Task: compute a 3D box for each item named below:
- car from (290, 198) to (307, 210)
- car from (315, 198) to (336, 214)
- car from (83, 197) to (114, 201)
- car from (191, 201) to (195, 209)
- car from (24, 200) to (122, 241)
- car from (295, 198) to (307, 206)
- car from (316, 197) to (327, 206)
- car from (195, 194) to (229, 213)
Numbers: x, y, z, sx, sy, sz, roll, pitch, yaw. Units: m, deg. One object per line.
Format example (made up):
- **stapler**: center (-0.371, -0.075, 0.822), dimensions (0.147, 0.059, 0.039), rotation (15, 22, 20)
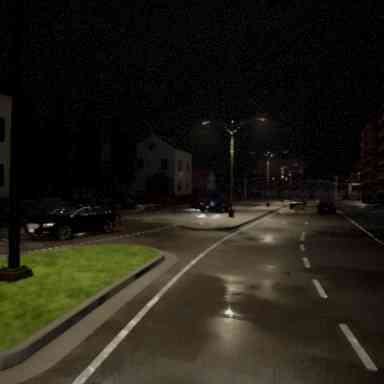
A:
- **car**: center (15.152, 1.680, 47.728), dimensions (2.128, 1.511, 4.902), rotation (1, 0, 20)
- **car**: center (15.420, 1.680, 38.287), dimensions (1.882, 1.535, 5.008), rotation (1, 0, 20)
- **car**: center (-6.707, 1.227, 22.375), dimensions (2.097, 1.767, 4.553), rotation (1, 0, 21)
- **car**: center (1.532, 1.526, 44.498), dimensions (2.033, 1.411, 5.357), rotation (1, 0, 20)
- **car**: center (-5.727, 1.385, 16.313), dimensions (2.128, 1.511, 4.902), rotation (1, 0, 27)
- **car**: center (20.666, 1.823, 63.070), dimensions (1.994, 1.385, 4.181), rotation (1, 0, 20)
- **car**: center (24.073, 1.791, 61.959), dimensions (1.882, 1.535, 5.008), rotation (1, 0, 20)
- **car**: center (2.551, 1.224, 37.146), dimensions (2.150, 2.045, 5.566), rotation (1, 0, 20)
